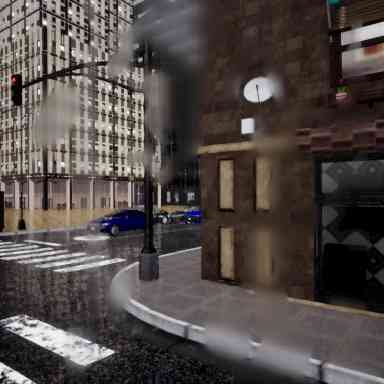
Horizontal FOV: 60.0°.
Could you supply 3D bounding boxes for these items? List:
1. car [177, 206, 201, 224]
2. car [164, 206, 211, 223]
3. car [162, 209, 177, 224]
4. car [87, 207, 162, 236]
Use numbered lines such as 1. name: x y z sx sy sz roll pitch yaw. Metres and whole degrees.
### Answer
1. car: 1.240 1.863 27.974 1.882 1.535 5.008 -1 -1 35
2. car: -0.330 1.975 30.490 2.008 1.369 4.403 -2 -2 35
3. car: -3.533 1.894 25.934 2.008 1.369 4.403 -2 -2 35
4. car: -4.181 1.773 20.258 1.812 1.442 4.674 -1 -1 33
